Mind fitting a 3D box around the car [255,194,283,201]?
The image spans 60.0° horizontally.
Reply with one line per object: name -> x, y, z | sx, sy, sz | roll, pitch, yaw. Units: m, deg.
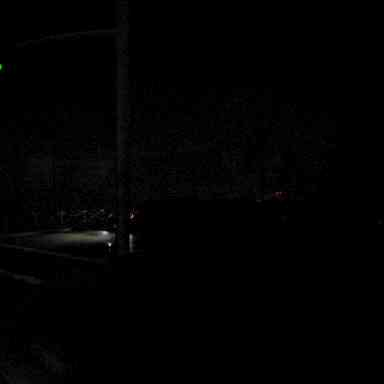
car -> 8.436, 1.221, 37.032 | 2.150, 2.045, 5.566 | 0, 0, 35

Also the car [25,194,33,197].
car -> -34.342, 1.229, 71.164 | 1.970, 1.475, 3.806 | 0, 0, 35

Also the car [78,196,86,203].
car -> -18.471, 1.075, 60.333 | 1.905, 1.878, 3.866 | 0, 0, 35

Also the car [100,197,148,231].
car -> -3.034, 1.351, 20.545 | 2.097, 1.767, 4.553 | 0, 0, 35

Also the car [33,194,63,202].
car -> -28.916, 1.151, 67.722 | 2.152, 1.636, 5.027 | 0, 0, 35

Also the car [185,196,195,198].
car -> -0.769, 1.372, 48.146 | 1.845, 1.501, 3.633 | 0, 0, 35

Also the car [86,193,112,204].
car -> -15.861, 1.095, 58.991 | 1.932, 1.855, 4.605 | 0, 0, 35

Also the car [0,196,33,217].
car -> -15.798, 1.338, 26.887 | 2.007, 1.523, 4.514 | 0, 0, 35

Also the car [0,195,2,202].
car -> -41.403, 1.295, 67.525 | 2.007, 1.523, 4.514 | 0, 0, 35

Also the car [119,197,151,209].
car -> -7.488, 1.383, 43.809 | 1.970, 1.475, 3.806 | 0, 0, 35
